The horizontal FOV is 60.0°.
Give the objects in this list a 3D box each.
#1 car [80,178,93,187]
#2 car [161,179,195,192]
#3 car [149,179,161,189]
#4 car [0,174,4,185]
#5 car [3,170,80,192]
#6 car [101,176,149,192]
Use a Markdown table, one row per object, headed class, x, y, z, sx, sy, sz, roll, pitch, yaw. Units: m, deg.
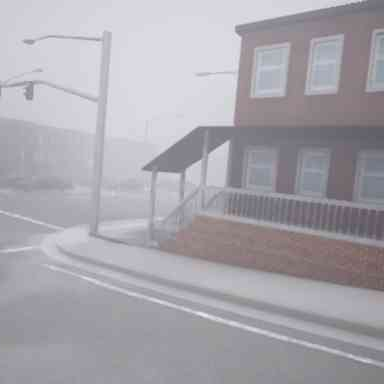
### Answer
| class | x | y | z | sx | sy | sz | roll | pitch | yaw |
| --- | --- | --- | --- | --- | --- | --- | --- | --- | --- |
| car | -10.460 | -1.187 | 39.109 | 2.033 | 1.411 | 5.357 | 8 | 4 | 35 |
| car | -1.532 | -0.841 | 45.524 | 1.837 | 1.490 | 4.892 | 8 | 5 | 36 |
| car | -4.261 | -1.181 | 47.702 | 2.033 | 1.411 | 5.357 | 8 | 4 | 36 |
| car | -16.195 | -1.247 | 31.119 | 2.128 | 1.511 | 4.902 | 8 | 4 | 35 |
| car | -13.155 | -0.809 | 29.402 | 2.033 | 1.411 | 5.357 | 8 | 5 | 37 |
| car | -7.524 | -0.847 | 37.216 | 1.837 | 1.490 | 4.892 | 8 | 4 | 35 |
